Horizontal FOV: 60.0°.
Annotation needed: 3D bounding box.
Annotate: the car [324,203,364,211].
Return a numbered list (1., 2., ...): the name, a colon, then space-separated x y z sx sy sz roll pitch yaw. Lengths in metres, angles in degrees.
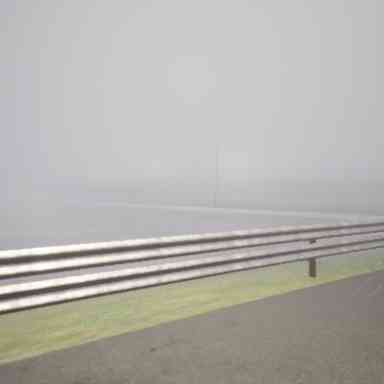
1. car: 19.733 2.092 43.338 4.718 1.301 1.895 1 -1 21
